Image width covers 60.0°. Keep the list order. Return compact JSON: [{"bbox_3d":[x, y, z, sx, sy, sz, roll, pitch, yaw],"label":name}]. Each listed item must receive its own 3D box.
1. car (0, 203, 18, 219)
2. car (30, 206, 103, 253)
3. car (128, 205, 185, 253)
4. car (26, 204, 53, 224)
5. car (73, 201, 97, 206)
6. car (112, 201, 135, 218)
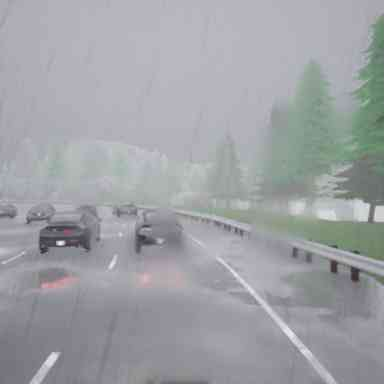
[{"bbox_3d":[-17.464,1.718,30.947,1.994,1.385,4.181,0,0,-24],"label":"car"},{"bbox_3d":[-5.008,1.558,14.098,1.837,1.490,4.892,0,0,-9],"label":"car"},{"bbox_3d":[-1.462,1.526,14.055,2.128,1.511,4.902,0,0,-9],"label":"car"},{"bbox_3d":[-11.626,1.660,25.878,2.033,1.411,5.357,0,0,-19],"label":"car"},{"bbox_3d":[-10.050,1.619,31.405,1.837,1.490,4.892,0,0,-21],"label":"car"},{"bbox_3d":[-6.432,1.586,31.722,2.128,1.511,4.902,0,0,-21],"label":"car"}]
